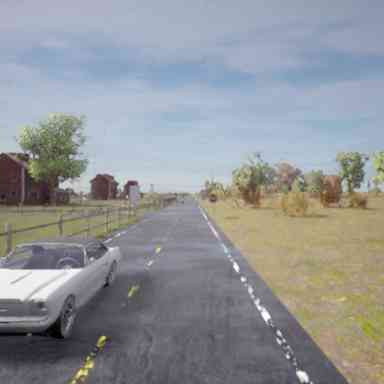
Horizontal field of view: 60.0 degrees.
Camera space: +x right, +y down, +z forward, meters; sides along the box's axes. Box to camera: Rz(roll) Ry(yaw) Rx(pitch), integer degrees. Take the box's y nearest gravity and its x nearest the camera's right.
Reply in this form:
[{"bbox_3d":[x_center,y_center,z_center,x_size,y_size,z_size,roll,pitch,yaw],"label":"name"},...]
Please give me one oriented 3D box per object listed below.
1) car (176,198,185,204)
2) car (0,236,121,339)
[{"bbox_3d":[-2.730,2.088,77.957,1.837,1.490,4.892,0,0,0],"label":"car"},{"bbox_3d":[-2.848,1.663,6.788,1.895,1.301,4.718,0,-1,0],"label":"car"}]
